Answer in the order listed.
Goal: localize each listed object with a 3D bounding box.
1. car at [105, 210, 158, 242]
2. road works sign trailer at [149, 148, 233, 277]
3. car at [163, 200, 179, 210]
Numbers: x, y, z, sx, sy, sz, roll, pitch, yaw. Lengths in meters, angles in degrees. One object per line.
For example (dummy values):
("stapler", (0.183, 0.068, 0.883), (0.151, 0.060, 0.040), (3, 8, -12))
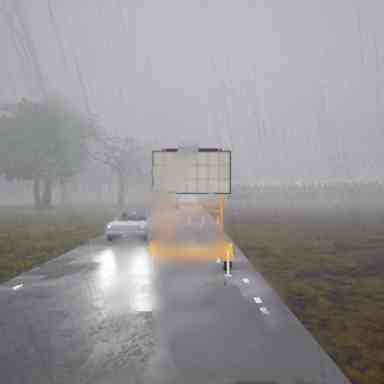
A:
("car", (-2.865, 1.610, 16.512), (1.895, 1.301, 4.718), (0, 0, 0))
("road works sign trailer", (-0.004, 0.463, 10.275), (2.380, 3.560, 2.880), (0, 0, 1))
("car", (-2.793, 1.734, 44.838), (1.994, 1.385, 4.181), (0, 0, 0))
